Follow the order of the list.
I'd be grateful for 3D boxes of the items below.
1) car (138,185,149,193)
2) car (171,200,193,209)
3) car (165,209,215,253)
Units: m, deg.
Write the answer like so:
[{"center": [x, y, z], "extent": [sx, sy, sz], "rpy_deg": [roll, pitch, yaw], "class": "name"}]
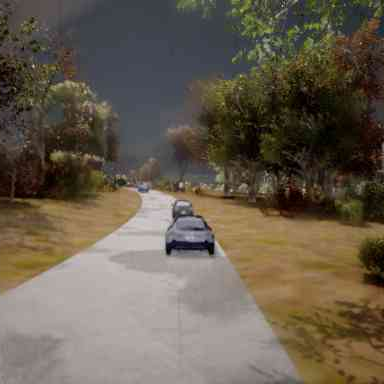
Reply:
[{"center": [-10.320, -0.643, 70.830], "extent": [1.882, 1.535, 5.008], "rpy_deg": [1, 2, -14], "class": "car"}, {"center": [-0.854, 1.416, 29.447], "extent": [1.812, 1.442, 4.674], "rpy_deg": [1, 2, -4], "class": "car"}, {"center": [-0.116, 1.663, 14.343], "extent": [1.994, 1.385, 4.181], "rpy_deg": [0, 0, -1], "class": "car"}]
